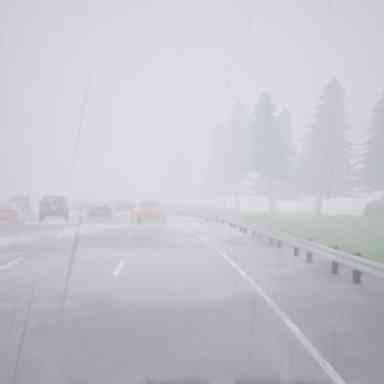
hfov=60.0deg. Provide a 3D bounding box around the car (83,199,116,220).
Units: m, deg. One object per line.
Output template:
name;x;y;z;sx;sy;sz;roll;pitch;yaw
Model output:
car;-8.256;1.539;29.319;1.882;1.535;5.008;0;0;-21

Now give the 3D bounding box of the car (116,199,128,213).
car;-8.023;1.575;37.961;1.837;1.490;4.892;0;0;-25

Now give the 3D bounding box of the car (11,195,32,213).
car;-19.407;1.335;37.515;2.150;2.045;5.566;0;0;-29

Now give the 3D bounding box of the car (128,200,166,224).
car;-3.411;1.391;25.522;2.097;1.767;4.553;0;0;-17

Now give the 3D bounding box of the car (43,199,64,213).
car;-16.640;1.610;39.740;1.837;1.490;4.892;0;1;-29

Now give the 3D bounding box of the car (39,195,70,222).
car;-11.268;1.293;27.313;2.150;2.045;5.566;0;0;-21

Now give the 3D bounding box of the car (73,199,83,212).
car;-13.555;1.618;41.378;1.812;1.442;4.674;0;0;-29

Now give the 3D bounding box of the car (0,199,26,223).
car;-14.553;1.559;26.132;1.882;1.535;5.008;0;0;-21
